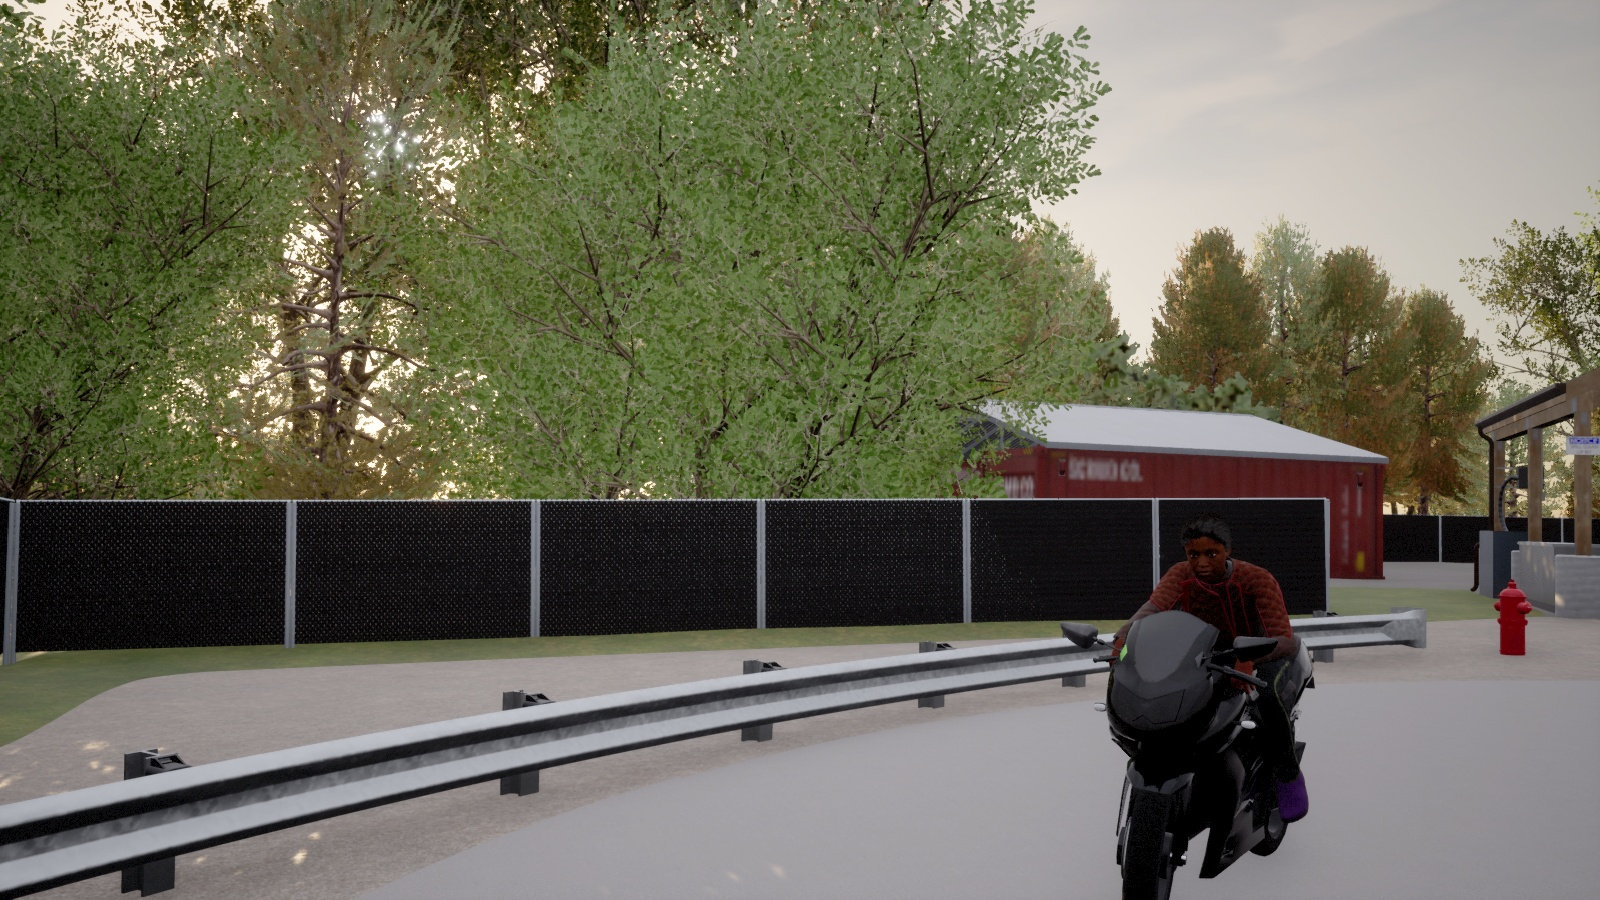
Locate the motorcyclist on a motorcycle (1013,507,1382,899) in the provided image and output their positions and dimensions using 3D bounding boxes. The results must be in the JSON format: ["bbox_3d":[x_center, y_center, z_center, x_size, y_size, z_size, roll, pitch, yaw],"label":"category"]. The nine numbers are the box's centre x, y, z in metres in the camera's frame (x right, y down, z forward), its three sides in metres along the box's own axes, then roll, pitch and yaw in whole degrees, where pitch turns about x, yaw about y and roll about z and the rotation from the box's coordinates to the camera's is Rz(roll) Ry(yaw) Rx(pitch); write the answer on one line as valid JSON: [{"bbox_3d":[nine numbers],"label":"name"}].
[{"bbox_3d":[1.674,0.996,5.020,0.797,1.523,2.044,-1,-3,36],"label":"motorcyclist on a motorcycle"}]
